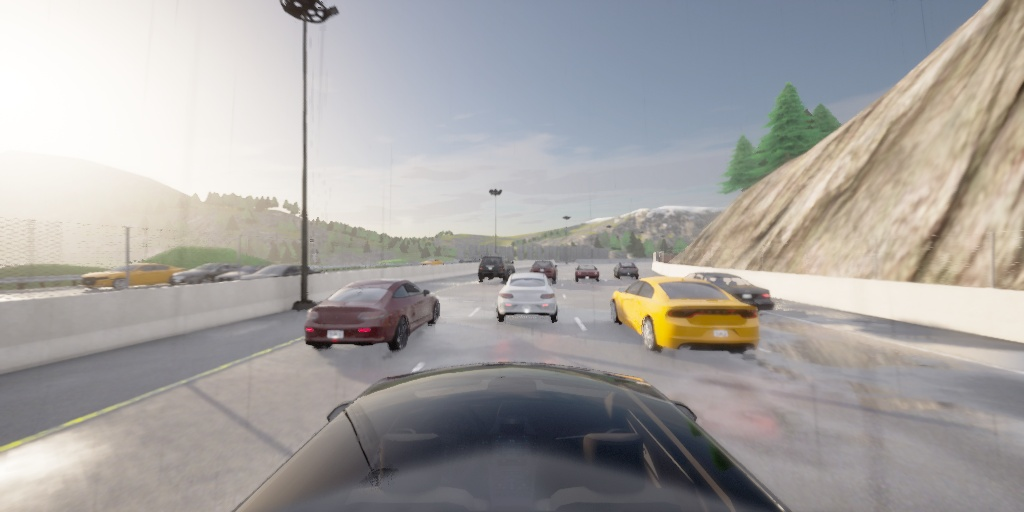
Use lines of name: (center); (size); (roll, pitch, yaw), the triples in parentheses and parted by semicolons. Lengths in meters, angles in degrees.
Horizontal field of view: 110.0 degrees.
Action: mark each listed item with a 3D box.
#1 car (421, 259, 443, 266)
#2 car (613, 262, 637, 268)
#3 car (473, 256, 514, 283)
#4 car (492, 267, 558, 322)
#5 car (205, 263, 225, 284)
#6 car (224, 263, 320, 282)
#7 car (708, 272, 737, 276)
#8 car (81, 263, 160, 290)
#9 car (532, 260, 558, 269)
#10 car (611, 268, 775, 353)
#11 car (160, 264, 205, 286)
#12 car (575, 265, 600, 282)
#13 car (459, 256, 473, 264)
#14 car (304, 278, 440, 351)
car: (-14.149, 1.245, 63.460); (1.882, 1.535, 5.008); (0, 0, 19)
car: (10.268, 1.293, 32.463); (2.128, 1.511, 4.902); (0, 0, 11)
car: (-1.148, 0.991, 28.389); (2.150, 2.045, 5.566); (0, 0, 9)
car: (0.560, 1.286, 12.340); (1.812, 1.442, 4.674); (0, 0, 4)
car: (-16.246, 1.291, 22.529); (1.994, 1.385, 4.181); (0, 0, 7)
car: (-12.990, 1.211, 20.218); (1.882, 1.535, 5.008); (0, 0, 6)
car: (7.651, 1.327, 13.863); (2.033, 1.411, 5.357); (0, 0, 5)
car: (-23.309, 1.188, 22.407); (1.882, 1.535, 5.008); (0, 0, 7)
car: (2.682, 1.132, 29.868); (2.097, 1.767, 4.553); (0, 0, 10)
car: (3.858, 1.243, 8.924); (1.882, 1.535, 5.008); (0, 0, 2)
car: (-19.621, 1.212, 23.838); (2.128, 1.511, 4.902); (0, 0, 7)
car: (6.219, 1.390, 29.968); (1.895, 1.301, 4.718); (0, 0, 10)
car: (-6.662, 1.008, 63.759); (2.150, 2.045, 5.566); (0, 0, 20)
car: (-3.152, 1.274, 8.883); (1.812, 1.442, 4.674); (0, 0, 2)
